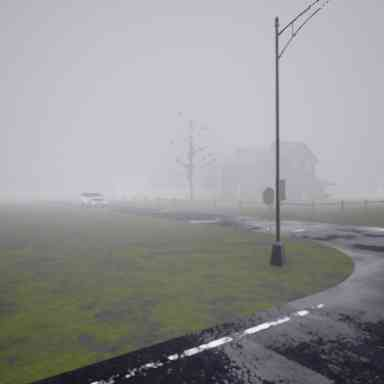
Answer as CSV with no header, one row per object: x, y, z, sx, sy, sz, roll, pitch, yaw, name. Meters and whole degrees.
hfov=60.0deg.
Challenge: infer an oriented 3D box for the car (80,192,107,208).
-13.382,0.987,44.977,2.150,2.045,5.566,-1,0,-35,car
